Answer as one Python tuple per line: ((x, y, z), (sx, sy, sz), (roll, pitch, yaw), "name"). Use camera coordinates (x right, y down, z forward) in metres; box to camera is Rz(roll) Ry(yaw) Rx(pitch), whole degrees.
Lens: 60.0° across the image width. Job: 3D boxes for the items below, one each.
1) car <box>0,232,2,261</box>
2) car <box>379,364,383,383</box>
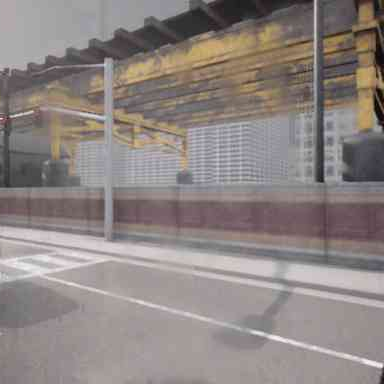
((-7.534, 1.238, 9.360), (5.566, 2.045, 2.150), (0, 0, 36), "car")
((3.225, 1.562, 1.691), (4.181, 1.385, 1.994), (0, 0, 36), "car")
